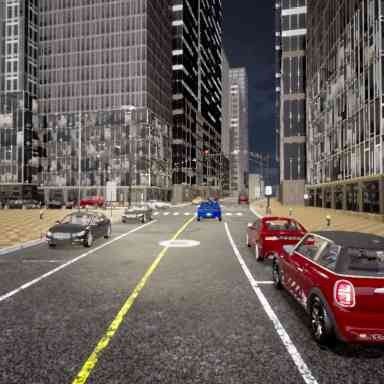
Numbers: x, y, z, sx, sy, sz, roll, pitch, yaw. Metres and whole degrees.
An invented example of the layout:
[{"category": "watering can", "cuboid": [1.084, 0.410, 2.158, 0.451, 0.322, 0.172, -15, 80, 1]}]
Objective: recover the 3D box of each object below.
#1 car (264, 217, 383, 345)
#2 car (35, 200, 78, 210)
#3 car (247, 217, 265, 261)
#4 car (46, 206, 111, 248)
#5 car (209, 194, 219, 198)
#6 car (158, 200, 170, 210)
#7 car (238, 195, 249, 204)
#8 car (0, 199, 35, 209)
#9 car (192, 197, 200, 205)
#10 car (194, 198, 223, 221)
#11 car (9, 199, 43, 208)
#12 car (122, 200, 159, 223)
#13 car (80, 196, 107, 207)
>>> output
[{"category": "car", "cuboid": [2.814, 1.441, 6.327, 1.967, 1.590, 4.097, 1, 0, 2]}, {"category": "car", "cuboid": [-16.961, 1.637, 41.927, 4.313, 1.339, 1.947, 0, -1, 13]}, {"category": "car", "cuboid": [3.006, 1.547, 11.967, 1.887, 1.381, 4.507, 1, 0, 3]}, {"category": "car", "cuboid": [-4.881, 1.561, 14.875, 2.008, 1.369, 4.403, 1, 0, 3]}, {"category": "car", "cuboid": [5.152, 1.491, 78.767, 2.192, 1.841, 5.009, 1, 0, 14]}, {"category": "car", "cuboid": [-5.302, 1.700, 43.986, 4.718, 1.301, 1.895, -1, -1, 30]}, {"category": "car", "cuboid": [10.075, 1.411, 65.083, 2.192, 1.841, 5.009, 1, 0, 13]}, {"category": "car", "cuboid": [-22.402, 1.653, 43.217, 4.403, 1.369, 2.008, 0, -1, 13]}, {"category": "car", "cuboid": [1.158, 1.641, 62.528, 1.752, 1.417, 4.829, 1, 0, 12]}, {"category": "car", "cuboid": [1.478, 1.494, 27.135, 1.882, 1.535, 5.008, 0, 0, 5]}, {"category": "car", "cuboid": [-26.037, 1.833, 52.177, 4.403, 1.369, 2.008, 0, -1, 13]}, {"category": "car", "cuboid": [-4.130, 1.574, 25.665, 2.008, 1.369, 4.403, 1, 0, 5]}, {"category": "car", "cuboid": [-15.150, 1.535, 49.599, 5.009, 1.841, 2.192, 0, -1, 13]}]
